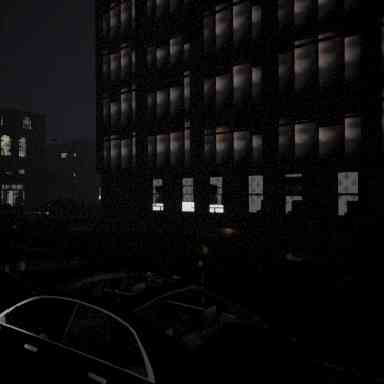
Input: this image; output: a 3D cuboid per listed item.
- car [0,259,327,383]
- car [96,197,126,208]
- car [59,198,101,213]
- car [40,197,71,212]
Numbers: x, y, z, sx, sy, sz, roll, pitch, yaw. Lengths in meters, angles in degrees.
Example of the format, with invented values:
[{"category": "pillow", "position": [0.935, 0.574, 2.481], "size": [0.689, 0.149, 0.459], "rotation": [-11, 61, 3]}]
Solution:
[{"category": "car", "position": [-0.930, 1.551, 3.537], "size": [4.403, 1.369, 2.008], "rotation": [0, 0, 35]}, {"category": "car", "position": [-12.399, 1.643, 51.149], "size": [1.967, 1.590, 4.097], "rotation": [-1, -1, 36]}, {"category": "car", "position": [-12.171, 1.684, 37.243], "size": [1.802, 1.307, 4.206], "rotation": [-1, -1, 36]}, {"category": "car", "position": [-16.371, 1.490, 41.361], "size": [2.097, 1.767, 4.553], "rotation": [0, -1, 37]}]
